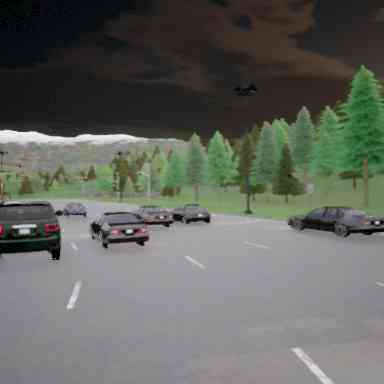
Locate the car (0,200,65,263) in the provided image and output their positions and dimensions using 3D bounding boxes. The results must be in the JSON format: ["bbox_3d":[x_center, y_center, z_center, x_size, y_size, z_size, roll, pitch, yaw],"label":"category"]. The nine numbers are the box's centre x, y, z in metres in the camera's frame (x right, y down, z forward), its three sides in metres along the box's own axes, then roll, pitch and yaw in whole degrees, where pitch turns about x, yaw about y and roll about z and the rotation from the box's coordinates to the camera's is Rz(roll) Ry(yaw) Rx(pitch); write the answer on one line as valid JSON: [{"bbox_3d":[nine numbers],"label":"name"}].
[{"bbox_3d":[-6.235,1.341,12.766,2.150,2.045,5.566,-1,0,-23],"label":"car"}]

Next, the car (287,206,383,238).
[{"bbox_3d":[7.268,1.440,17.122,2.033,1.411,5.357,-1,0,-23],"label":"car"}]

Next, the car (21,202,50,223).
[{"bbox_3d":[-14.056,1.765,29.996,2.128,1.511,4.902,-1,0,-25],"label":"car"}]

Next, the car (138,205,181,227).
[{"bbox_3d":[-2.922,1.621,22.554,2.033,1.411,5.357,-1,0,-25],"label":"car"}]

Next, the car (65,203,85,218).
[{"bbox_3d":[-11.614,1.782,33.078,2.033,1.411,5.357,-1,0,-25],"label":"car"}]

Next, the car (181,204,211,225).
[{"bbox_3d":[-0.224,1.594,24.849,1.994,1.385,4.181,-1,0,-24],"label":"car"}]

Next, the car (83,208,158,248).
[{"bbox_3d":[-3.510,1.624,15.403,2.033,1.411,5.357,-1,0,-25],"label":"car"}]
